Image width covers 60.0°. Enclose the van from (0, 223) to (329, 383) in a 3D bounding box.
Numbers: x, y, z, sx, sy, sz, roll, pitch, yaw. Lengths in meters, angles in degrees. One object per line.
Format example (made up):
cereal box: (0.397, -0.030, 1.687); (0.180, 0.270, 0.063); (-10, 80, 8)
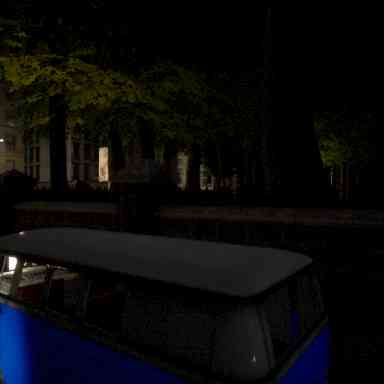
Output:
van: (-0.719, 1.341, 3.374); (3.998, 1.788, 1.690); (0, 0, 36)
